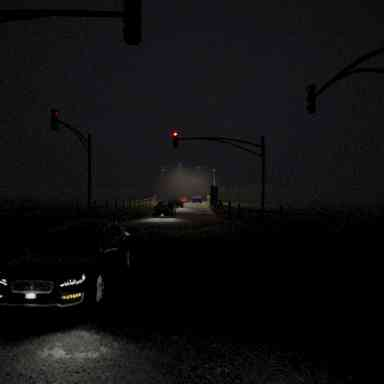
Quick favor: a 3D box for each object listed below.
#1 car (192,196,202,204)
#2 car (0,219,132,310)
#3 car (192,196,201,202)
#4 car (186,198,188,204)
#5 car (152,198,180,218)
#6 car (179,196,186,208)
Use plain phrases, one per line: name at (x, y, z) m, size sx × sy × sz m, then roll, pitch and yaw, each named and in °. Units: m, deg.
car at (1.030, 1.495, 65.895) m, size 1.882 × 1.535 × 5.008 m, roll 0°, pitch 0°, yaw 1°
car at (-2.717, 1.489, 8.098) m, size 1.837 × 1.490 × 4.892 m, roll 1°, pitch 1°, yaw 1°
car at (1.092, 1.617, 75.929) m, size 1.895 × 1.301 × 4.718 m, roll 0°, pitch 0°, yaw 1°
car at (-1.842, 1.544, 66.300) m, size 1.812 × 1.442 × 4.674 m, roll 0°, pitch 0°, yaw 1°
car at (-2.473, 1.552, 30.625) m, size 2.033 × 1.411 × 5.357 m, roll 0°, pitch 0°, yaw 1°
car at (-2.213, 1.575, 46.978) m, size 1.994 × 1.385 × 4.181 m, roll 0°, pitch 0°, yaw 1°
